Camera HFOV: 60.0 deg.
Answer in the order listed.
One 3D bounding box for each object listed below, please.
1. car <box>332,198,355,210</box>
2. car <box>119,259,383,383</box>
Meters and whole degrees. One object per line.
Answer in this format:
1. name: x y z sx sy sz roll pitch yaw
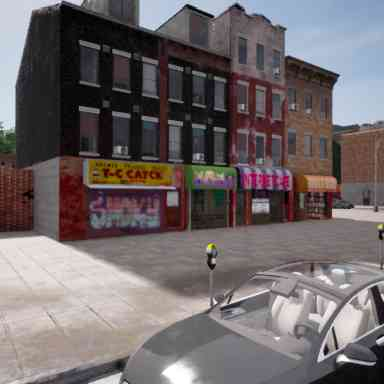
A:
1. car: 17.037 1.446 39.601 1.994 1.385 4.181 0 0 -36
2. car: 1.353 1.552 3.760 4.403 1.369 2.008 0 0 -35
